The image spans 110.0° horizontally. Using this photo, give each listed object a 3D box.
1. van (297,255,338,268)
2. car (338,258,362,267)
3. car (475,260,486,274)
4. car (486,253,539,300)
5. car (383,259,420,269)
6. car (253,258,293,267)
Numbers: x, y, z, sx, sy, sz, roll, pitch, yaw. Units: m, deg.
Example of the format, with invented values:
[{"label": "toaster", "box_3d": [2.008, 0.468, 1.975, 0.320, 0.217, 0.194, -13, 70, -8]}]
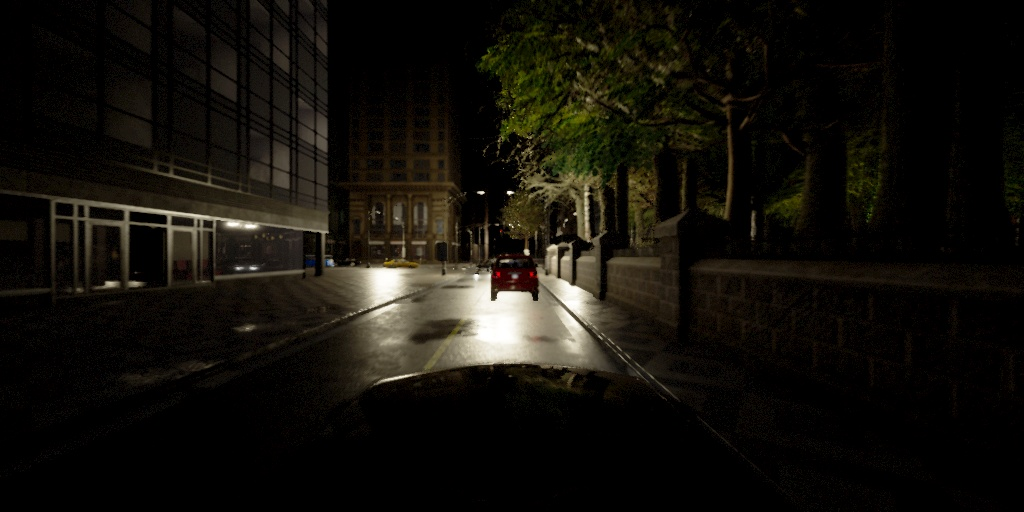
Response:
[{"label": "van", "box_3d": [-26.337, 0.778, 48.685, 3.998, 1.789, 1.690, 0, 0, 0]}, {"label": "car", "box_3d": [-26.294, 0.990, 57.211, 4.313, 1.339, 1.948, 0, 0, 0]}, {"label": "car", "box_3d": [-2.990, 1.257, 40.319, 1.837, 1.490, 4.892, 0, 0, 0]}, {"label": "car", "box_3d": [0.109, 0.949, 17.507, 2.150, 2.045, 5.566, 0, 0, 0]}, {"label": "car", "box_3d": [-14.926, 1.082, 48.615, 4.829, 1.417, 1.751, 0, 0, 0]}, {"label": "car", "box_3d": [-31.955, 0.918, 48.719, 4.403, 1.370, 2.007, 0, 0, 0]}]
